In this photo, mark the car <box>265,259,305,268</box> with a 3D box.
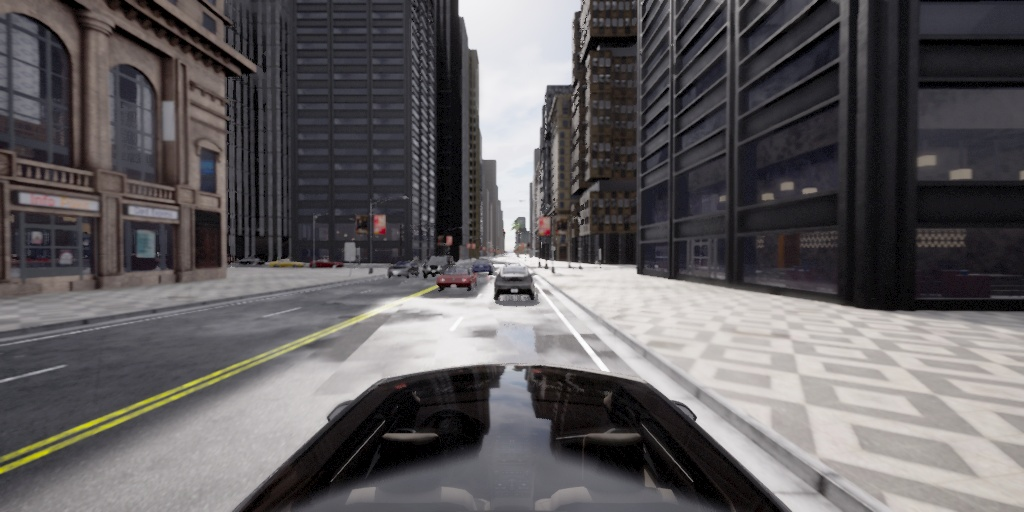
[{"bbox_3d":[-31.471,1.041,50.478,4.829,1.417,1.751,0,0,0],"label":"car"}]

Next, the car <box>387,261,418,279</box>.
[{"bbox_3d":[-9.738,1.244,32.502,2.128,1.511,4.902,0,0,0],"label":"car"}]

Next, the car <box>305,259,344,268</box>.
[{"bbox_3d":[-26.016,1.106,50.508,4.507,1.381,1.888,0,0,0],"label":"car"}]

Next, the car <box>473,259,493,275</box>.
[{"bbox_3d":[-3.135,1.058,38.700,2.097,1.767,4.553,0,0,0],"label":"car"}]

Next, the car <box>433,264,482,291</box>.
[{"bbox_3d":[-3.143,1.329,21.551,1.895,1.301,4.718,0,0,0],"label":"car"}]

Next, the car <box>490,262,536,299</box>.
[{"bbox_3d":[0.107,1.237,17.739,1.837,1.490,4.892,0,0,0],"label":"car"}]

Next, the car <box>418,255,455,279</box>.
[{"bbox_3d":[-6.487,0.933,32.470,2.150,2.045,5.566,0,0,0],"label":"car"}]
